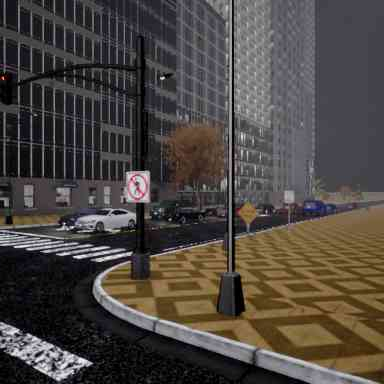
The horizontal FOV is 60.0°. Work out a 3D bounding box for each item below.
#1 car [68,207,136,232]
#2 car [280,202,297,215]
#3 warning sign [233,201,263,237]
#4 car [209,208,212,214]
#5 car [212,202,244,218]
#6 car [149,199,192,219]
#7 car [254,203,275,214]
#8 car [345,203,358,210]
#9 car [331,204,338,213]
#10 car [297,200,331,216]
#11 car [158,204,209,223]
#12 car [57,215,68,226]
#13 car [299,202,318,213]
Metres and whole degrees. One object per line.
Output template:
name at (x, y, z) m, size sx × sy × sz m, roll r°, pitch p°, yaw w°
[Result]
car at (-5.619, 1.827, 22.462) m, size 1.812 × 1.442 × 4.674 m, roll 0°, pitch -1°, yaw 33°
car at (13.878, 2.206, 46.341) m, size 2.097 × 1.767 × 4.553 m, roll 0°, pitch -1°, yaw 33°
warning sign at (3.145, 1.454, 18.548) m, size 1.300 × 1.860 × 1.060 m, roll 1°, pitch 1°, yaw 33°
car at (3.488, 2.289, 42.494) m, size 1.895 × 1.301 × 4.718 m, roll 0°, pitch -1°, yaw 33°
car at (4.654, 1.992, 38.315) m, size 2.097 × 1.767 × 4.553 m, roll 0°, pitch -1°, yaw 33°
car at (-1.964, 1.730, 34.071) m, size 2.150 × 2.045 × 5.566 m, roll 0°, pitch -1°, yaw 33°
car at (10.160, 2.325, 46.779) m, size 1.837 × 1.490 × 4.892 m, roll 0°, pitch -1°, yaw 33°
car at (31.545, 2.838, 65.693) m, size 1.812 × 1.442 × 4.674 m, roll 0°, pitch -1°, yaw 33°
car at (21.953, 2.558, 52.942) m, size 1.812 × 1.442 × 4.674 m, roll 0°, pitch -1°, yaw 33°
car at (16.198, 2.066, 43.973) m, size 2.150 × 2.045 × 5.566 m, roll 0°, pitch -1°, yaw 35°
car at (-0.664, 2.066, 30.099) m, size 1.895 × 1.301 × 4.718 m, roll 0°, pitch -1°, yaw 33°
car at (-7.495, 1.873, 25.514) m, size 2.033 × 1.411 × 5.357 m, roll 0°, pitch -1°, yaw 33°
car at (19.223, 2.507, 54.706) m, size 1.882 × 1.535 × 5.008 m, roll 0°, pitch -1°, yaw 33°
